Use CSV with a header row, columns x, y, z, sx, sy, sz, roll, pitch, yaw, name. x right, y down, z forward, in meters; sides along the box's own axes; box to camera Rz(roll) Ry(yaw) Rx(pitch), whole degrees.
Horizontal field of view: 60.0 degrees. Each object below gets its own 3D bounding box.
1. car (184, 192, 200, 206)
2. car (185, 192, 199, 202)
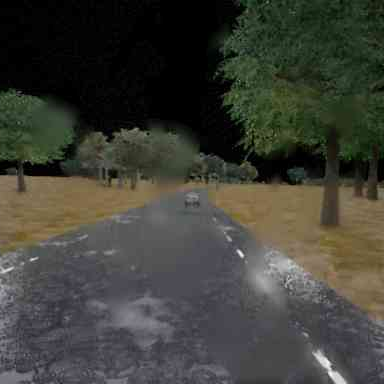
x,y,z,sx,sy,sz,roll,pitch,yaw,name
-0.014,1.055,43.481,2.128,1.511,4.902,0,1,0,car
-0.014,0.805,54.362,2.128,1.511,4.902,0,2,0,car
